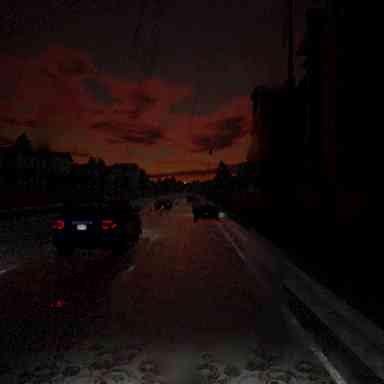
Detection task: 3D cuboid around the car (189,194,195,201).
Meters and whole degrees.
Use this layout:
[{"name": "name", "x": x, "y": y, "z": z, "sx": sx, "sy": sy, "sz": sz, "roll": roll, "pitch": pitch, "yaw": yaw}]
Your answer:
[{"name": "car", "x": 1.047, "y": 1.224, "z": 36.234, "sx": 2.097, "sy": 1.767, "sz": 4.553, "roll": 0, "pitch": 0, "yaw": 0}]

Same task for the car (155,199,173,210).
[{"name": "car", "x": -3.403, "y": 1.458, "z": 40.915, "sx": 1.895, "sy": 1.301, "sz": 4.718, "roll": 0, "pitch": 0, "yaw": 0}]

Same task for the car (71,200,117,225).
[{"name": "car", "x": -6.902, "y": 1.393, "z": 24.067, "sx": 1.882, "sy": 1.535, "sz": 5.008, "roll": 0, "pitch": 0, "yaw": 0}]

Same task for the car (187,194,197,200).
[{"name": "car", "x": -0.004, "y": 1.143, "z": 78.300, "sx": 2.128, "sy": 1.511, "sz": 4.902, "roll": 0, "pitch": 0, "yaw": 0}]

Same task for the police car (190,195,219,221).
[{"name": "police car", "x": 1.048, "y": 1.333, "z": 26.374, "sx": 1.930, "sy": 1.638, "sz": 5.238, "roll": 0, "pitch": 0, "yaw": 0}]

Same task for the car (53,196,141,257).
[{"name": "car", "x": -3.401, "y": 1.176, "z": 12.944, "sx": 2.150, "sy": 2.045, "sz": 5.566, "roll": 0, "pitch": 0, "yaw": 0}]

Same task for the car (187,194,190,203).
[{"name": "car", "x": -0.003, "y": 1.259, "z": 63.492, "sx": 1.837, "sy": 1.490, "sz": 4.892, "roll": 0, "pitch": 0, "yaw": 0}]

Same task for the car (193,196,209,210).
[{"name": "car", "x": 1.047, "y": 1.330, "z": 42.265, "sx": 1.882, "sy": 1.535, "sz": 5.008, "roll": 0, "pitch": 0, "yaw": 0}]
